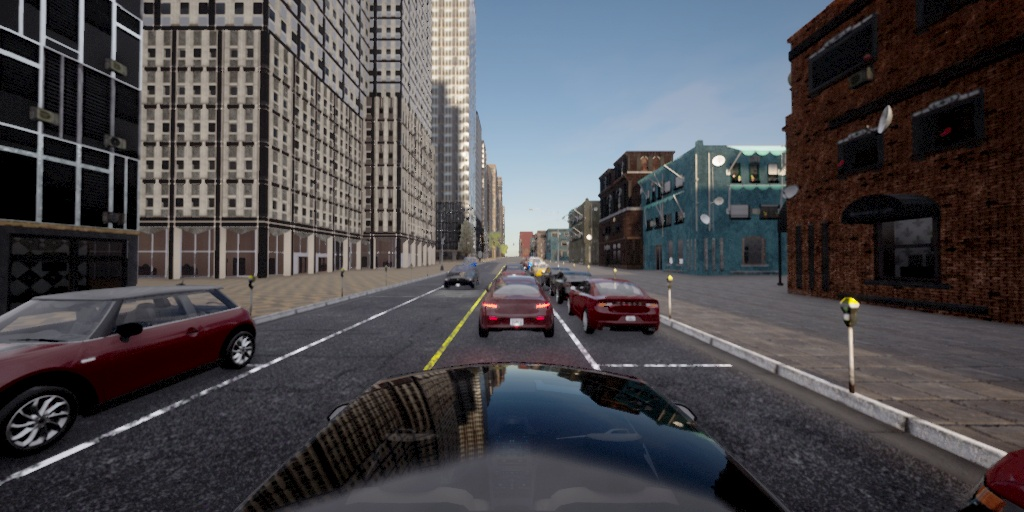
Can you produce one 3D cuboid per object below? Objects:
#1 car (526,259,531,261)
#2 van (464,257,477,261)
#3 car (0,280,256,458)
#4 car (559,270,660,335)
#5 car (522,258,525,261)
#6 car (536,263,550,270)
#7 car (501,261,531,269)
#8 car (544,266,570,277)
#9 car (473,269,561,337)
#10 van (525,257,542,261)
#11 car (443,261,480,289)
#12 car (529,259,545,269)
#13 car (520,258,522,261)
[{"bbox_3d":[2.728,1.265,37.458,2.007,1.370,4.403,0,0,0],"label":"car"},{"bbox_3d":[-5.641,1.042,48.419,1.690,1.789,3.998,0,0,0],"label":"van"},{"bbox_3d":[-5.687,1.187,4.857,1.967,1.591,4.097,0,0,0],"label":"car"},{"bbox_3d":[2.700,1.288,10.399,1.888,1.381,4.507,0,0,0],"label":"car"},{"bbox_3d":[2.740,1.141,48.413,1.967,1.591,4.097,0,0,0],"label":"car"},{"bbox_3d":[2.711,1.297,21.488,1.948,1.339,4.313,0,0,0],"label":"car"},{"bbox_3d":[0.129,1.290,26.867,1.994,1.385,4.181,0,0,0],"label":"car"},{"bbox_3d":[2.706,1.303,15.944,1.948,1.339,4.313,0,0,0],"label":"car"},{"bbox_3d":[0.106,1.269,10.111,1.812,1.442,4.674,0,0,0],"label":"car"},{"bbox_3d":[2.734,1.049,42.936,1.690,1.789,3.998,0,0,0],"label":"van"},{"bbox_3d":[-3.080,1.277,23.096,2.033,1.411,5.357,0,0,0],"label":"car"},{"bbox_3d":[2.723,1.246,32.149,1.751,1.417,4.829,0,0,0],"label":"car"},{"bbox_3d":[2.745,1.009,53.892,2.192,1.841,5.009,0,0,0],"label":"car"}]
